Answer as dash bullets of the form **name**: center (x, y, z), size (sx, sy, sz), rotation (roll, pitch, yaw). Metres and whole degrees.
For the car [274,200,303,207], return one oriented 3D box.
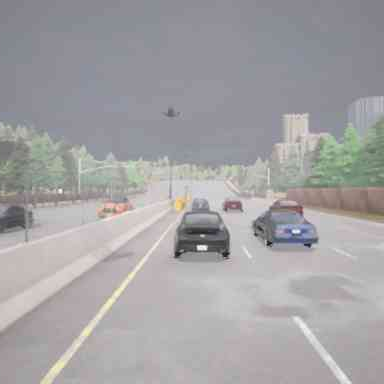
- **car**: center (7.704, 1.375, 27.640), size (1.882, 1.535, 5.008), rotation (0, 0, 1)

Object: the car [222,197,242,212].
- **car**: center (4.418, 1.309, 36.946), size (1.882, 1.535, 5.008), rotation (0, 0, 1)

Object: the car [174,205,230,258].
- **car**: center (0.360, 1.441, 12.527), size (1.837, 1.490, 4.892), rotation (0, 0, 1)

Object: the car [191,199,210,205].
- **car**: center (0.849, 1.375, 33.987), size (2.033, 1.411, 5.357), rotation (0, 0, 1)

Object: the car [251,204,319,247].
- **car**: center (3.904, 1.491, 14.776), size (2.033, 1.411, 5.357), rotation (0, 0, 1)
